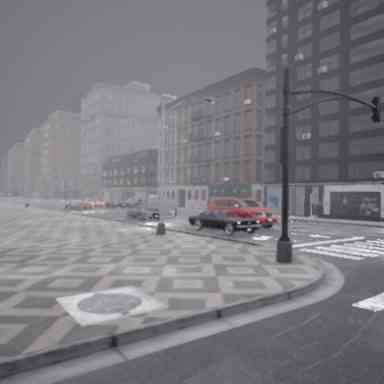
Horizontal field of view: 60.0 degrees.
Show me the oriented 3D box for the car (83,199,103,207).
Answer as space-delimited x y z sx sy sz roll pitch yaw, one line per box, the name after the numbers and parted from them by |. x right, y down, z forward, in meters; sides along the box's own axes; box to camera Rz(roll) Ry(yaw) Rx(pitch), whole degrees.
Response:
-17.182 1.919 57.638 1.895 1.301 4.718 1 -1 -36 | car

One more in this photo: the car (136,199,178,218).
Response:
-3.189 1.702 32.333 2.128 1.511 4.902 1 -1 -36 | car

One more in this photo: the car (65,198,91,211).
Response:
-15.333 1.701 43.794 1.812 1.442 4.674 1 -1 -35 | car

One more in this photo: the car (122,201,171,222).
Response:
-3.870 1.707 27.728 1.994 1.385 4.181 1 -1 -33 | car

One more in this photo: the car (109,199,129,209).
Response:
-11.784 1.906 50.147 1.895 1.301 4.718 1 -1 -35 | car

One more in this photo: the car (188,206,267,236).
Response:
1.838 1.726 19.700 1.895 1.301 4.718 1 -1 -35 | car

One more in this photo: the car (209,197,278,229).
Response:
3.338 1.413 23.218 2.150 2.045 5.566 1 -1 -36 | car

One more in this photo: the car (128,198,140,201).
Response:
-9.371 1.719 52.317 2.097 1.767 4.553 1 -1 -35 | car

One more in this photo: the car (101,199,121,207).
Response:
-14.539 1.981 59.528 1.895 1.301 4.718 1 -1 -36 | car

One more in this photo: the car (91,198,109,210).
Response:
-14.061 1.593 47.641 2.097 1.767 4.553 1 -1 -35 | car
